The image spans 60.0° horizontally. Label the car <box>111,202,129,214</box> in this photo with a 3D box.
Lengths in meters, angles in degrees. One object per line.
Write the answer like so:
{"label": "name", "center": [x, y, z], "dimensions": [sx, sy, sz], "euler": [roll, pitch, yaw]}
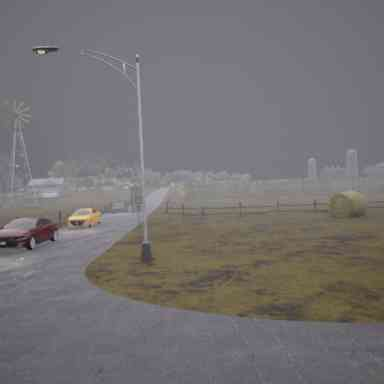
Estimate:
{"label": "car", "center": [-10.239, 2.227, 47.475], "dimensions": [1.837, 1.490, 4.892], "euler": [-3, 0, -3]}

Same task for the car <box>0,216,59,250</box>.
{"label": "car", "center": [-8.706, 2.099, 17.627], "dimensions": [1.882, 1.535, 5.008], "euler": [-3, -1, -3]}

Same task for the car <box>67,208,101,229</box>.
{"label": "car", "center": [-9.305, 2.205, 28.985], "dimensions": [1.882, 1.535, 5.008], "euler": [-3, 1, -3]}
